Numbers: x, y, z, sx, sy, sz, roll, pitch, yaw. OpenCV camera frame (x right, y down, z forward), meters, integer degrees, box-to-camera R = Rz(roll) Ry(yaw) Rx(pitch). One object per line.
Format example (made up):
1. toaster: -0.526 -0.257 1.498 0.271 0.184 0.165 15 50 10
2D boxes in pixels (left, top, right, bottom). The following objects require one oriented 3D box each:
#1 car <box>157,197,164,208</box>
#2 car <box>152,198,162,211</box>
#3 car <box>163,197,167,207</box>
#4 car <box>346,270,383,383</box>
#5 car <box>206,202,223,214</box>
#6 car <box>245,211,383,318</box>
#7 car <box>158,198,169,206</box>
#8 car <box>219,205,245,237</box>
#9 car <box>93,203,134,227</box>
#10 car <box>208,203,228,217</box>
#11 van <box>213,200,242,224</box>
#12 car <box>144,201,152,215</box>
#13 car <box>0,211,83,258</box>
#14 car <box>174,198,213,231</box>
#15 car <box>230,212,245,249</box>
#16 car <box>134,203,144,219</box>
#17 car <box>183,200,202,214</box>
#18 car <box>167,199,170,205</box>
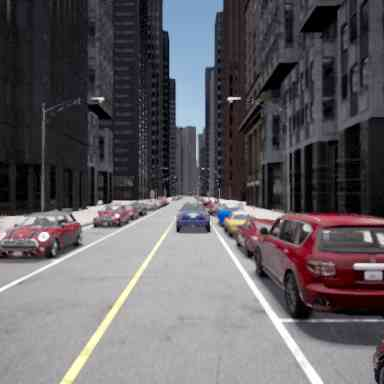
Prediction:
1. car: -5.822 1.928 52.061 1.752 1.417 4.829 0 0 0
2. car: -5.815 1.911 46.629 2.008 1.369 4.403 0 0 0
3. car: -5.829 1.993 57.833 1.887 1.381 4.507 0 0 0
4. car: 2.763 1.597 1.841 1.802 1.307 4.206 0 0 0
5. car: 2.716 1.897 41.054 1.802 1.307 4.206 0 0 0
6. car: 2.757 1.372 7.445 2.192 1.841 5.009 0 0 0
7. car: -5.842 2.062 68.866 1.752 1.417 4.829 0 0 0
8. car: 2.743 1.669 18.817 1.752 1.417 4.829 0 0 0
9. car: -5.788 1.626 24.224 1.967 1.590 4.097 0 0 0
10. car: 2.723 1.854 35.453 1.802 1.307 4.206 0 0 0
11. van: 2.737 1.526 24.251 1.690 1.788 3.998 0 0 0
12. car: -5.802 1.838 35.426 1.947 1.339 4.313 0 0 0
13. car: -5.775 1.541 13.022 1.967 1.590 4.097 0 0 0
14. car: 0.073 1.520 22.028 2.097 1.767 4.553 0 0 0
15. car: 2.750 1.682 13.045 1.802 1.307 4.206 0 0 0
16. car: -5.795 1.811 29.824 1.802 1.307 4.206 0 0 0
17. car: 0.051 1.809 41.466 2.128 1.511 4.902 0 -1 0
18. car: -5.835 1.808 63.436 2.192 1.841 5.009 0 0 0
